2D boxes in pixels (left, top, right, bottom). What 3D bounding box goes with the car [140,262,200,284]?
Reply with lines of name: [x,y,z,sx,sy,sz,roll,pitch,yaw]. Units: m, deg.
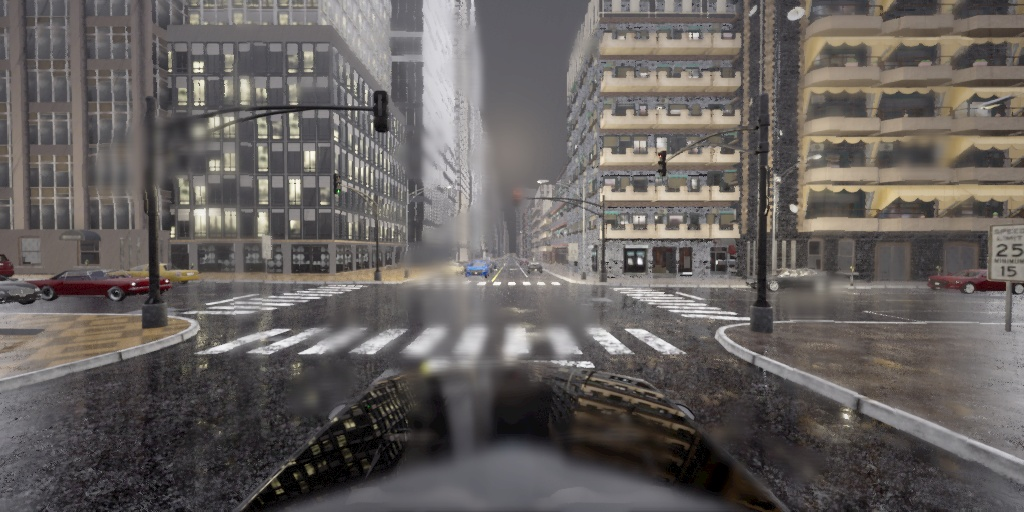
car: [-21.707,1.029,21.641,4.829,1.417,1.751,0,0,1]

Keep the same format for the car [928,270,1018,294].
car: [27.336,1.462,21.085,4.507,1.381,1.888,0,0,1]

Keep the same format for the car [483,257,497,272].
car: [-3.174,1.230,43.318,2.128,1.511,4.902,0,0,0]

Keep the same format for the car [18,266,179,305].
car: [-18.052,1.231,15.833,4.718,1.301,1.895,0,1,1]

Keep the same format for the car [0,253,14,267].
car: [-33.654,0.712,21.822,5.009,1.841,2.192,0,0,1]

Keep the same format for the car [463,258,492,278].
car: [-3.155,1.218,33.627,1.882,1.535,5.008,0,0,-1]

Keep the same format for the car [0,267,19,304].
car: [-20.310,1.204,13.310,4.403,1.370,2.007,0,0,1]

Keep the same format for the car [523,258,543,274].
car: [2.610,1.289,41.662,2.007,1.370,4.403,0,0,0]

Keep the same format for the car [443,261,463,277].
car: [-5.759,1.265,35.821,1.751,1.417,4.829,0,0,0]

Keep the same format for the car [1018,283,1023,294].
car: [21.694,1.576,12.773,4.313,1.339,1.948,0,0,1]

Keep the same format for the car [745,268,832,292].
car: [16.270,1.376,21.218,4.403,1.370,2.007,0,0,1]
